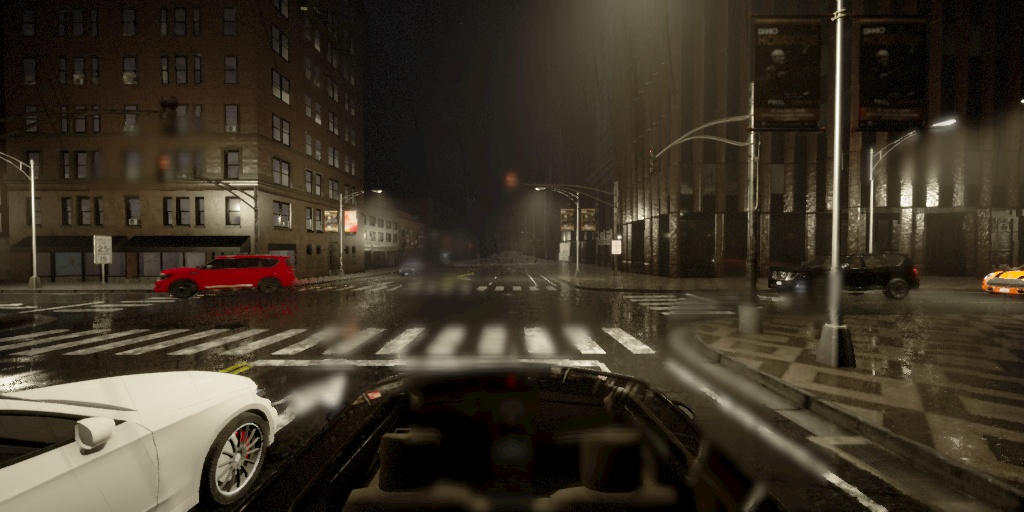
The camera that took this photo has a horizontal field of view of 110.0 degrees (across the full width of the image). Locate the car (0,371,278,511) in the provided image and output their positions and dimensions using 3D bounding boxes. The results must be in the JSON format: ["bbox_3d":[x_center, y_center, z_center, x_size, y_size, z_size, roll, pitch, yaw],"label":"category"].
[{"bbox_3d":[-3.159,1.276,1.416,1.812,1.442,4.674,0,0,2],"label":"car"}]

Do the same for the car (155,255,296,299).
[{"bbox_3d":[-14.269,0.966,18.312,5.566,2.045,2.150,0,1,-36],"label":"car"}]

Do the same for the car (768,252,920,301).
[{"bbox_3d":[14.873,0.867,16.234,5.566,2.045,2.150,0,1,1],"label":"car"}]

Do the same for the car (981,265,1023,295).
[{"bbox_3d":[24.542,0.960,16.240,4.553,1.767,2.097,0,1,0],"label":"car"}]

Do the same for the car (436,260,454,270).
[{"bbox_3d":[-9.656,1.301,52.175,2.033,1.411,5.357,0,0,0],"label":"car"}]

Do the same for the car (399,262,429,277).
[{"bbox_3d":[-9.734,1.302,36.094,2.033,1.411,5.357,0,0,0],"label":"car"}]
